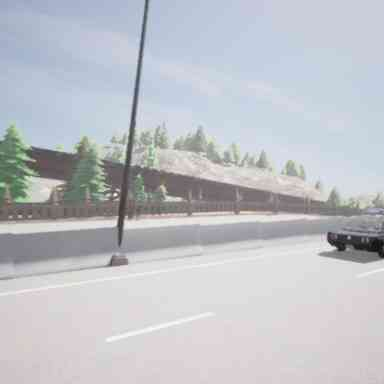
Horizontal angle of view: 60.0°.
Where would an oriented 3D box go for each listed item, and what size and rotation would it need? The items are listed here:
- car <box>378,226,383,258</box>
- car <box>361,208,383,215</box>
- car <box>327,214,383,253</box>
[{"bbox_3d":[7.662,1.692,9.298,5.357,1.411,2.033,1,0,-35],"label":"car"},{"bbox_3d":[23.303,2.738,42.106,4.674,1.442,1.812,6,-4,-35],"label":"car"},{"bbox_3d":[7.658,1.776,13.567,4.718,1.301,1.895,1,0,-35],"label":"car"}]
